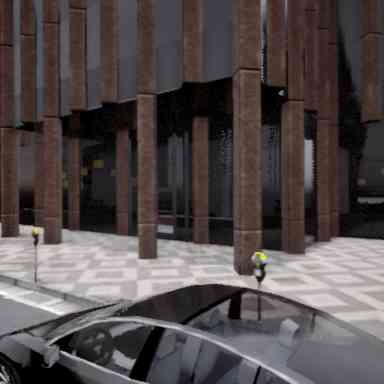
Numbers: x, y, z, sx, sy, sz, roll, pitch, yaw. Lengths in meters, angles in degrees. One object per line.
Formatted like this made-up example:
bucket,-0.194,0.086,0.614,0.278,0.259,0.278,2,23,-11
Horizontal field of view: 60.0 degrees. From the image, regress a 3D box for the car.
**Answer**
car,-0.129,1.575,3.058,4.313,1.339,1.947,0,0,36
